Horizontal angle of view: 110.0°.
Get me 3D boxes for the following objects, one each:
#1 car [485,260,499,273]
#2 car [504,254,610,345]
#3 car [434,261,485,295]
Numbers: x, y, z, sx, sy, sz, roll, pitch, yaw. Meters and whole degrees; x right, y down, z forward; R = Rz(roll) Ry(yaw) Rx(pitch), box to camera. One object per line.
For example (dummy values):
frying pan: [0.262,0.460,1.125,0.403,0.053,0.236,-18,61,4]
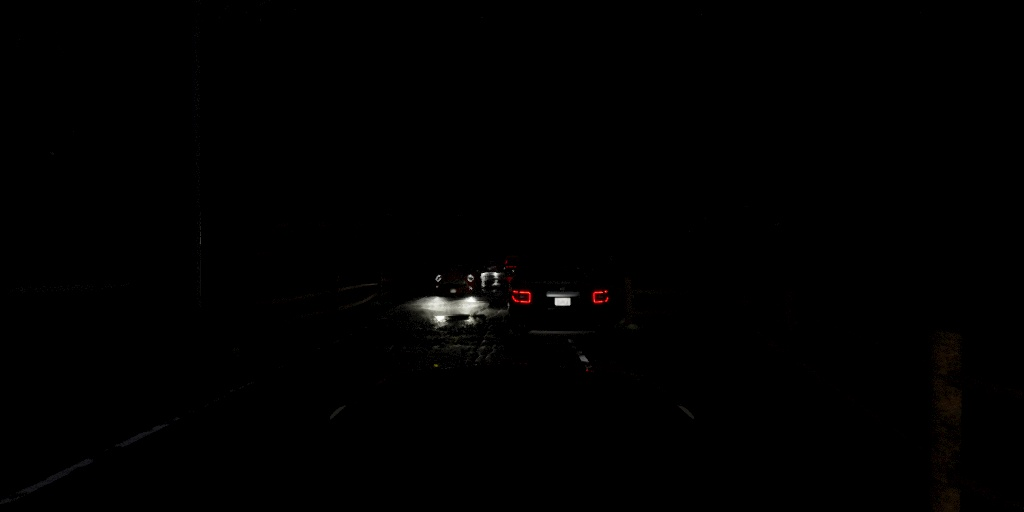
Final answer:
car: [-2.683,1.285,44.866,1.812,1.442,4.674,0,0,0]
car: [0.978,0.972,9.582,2.150,2.045,5.566,0,0,0]
car: [-2.822,1.100,19.518,2.097,1.767,4.553,0,0,0]
